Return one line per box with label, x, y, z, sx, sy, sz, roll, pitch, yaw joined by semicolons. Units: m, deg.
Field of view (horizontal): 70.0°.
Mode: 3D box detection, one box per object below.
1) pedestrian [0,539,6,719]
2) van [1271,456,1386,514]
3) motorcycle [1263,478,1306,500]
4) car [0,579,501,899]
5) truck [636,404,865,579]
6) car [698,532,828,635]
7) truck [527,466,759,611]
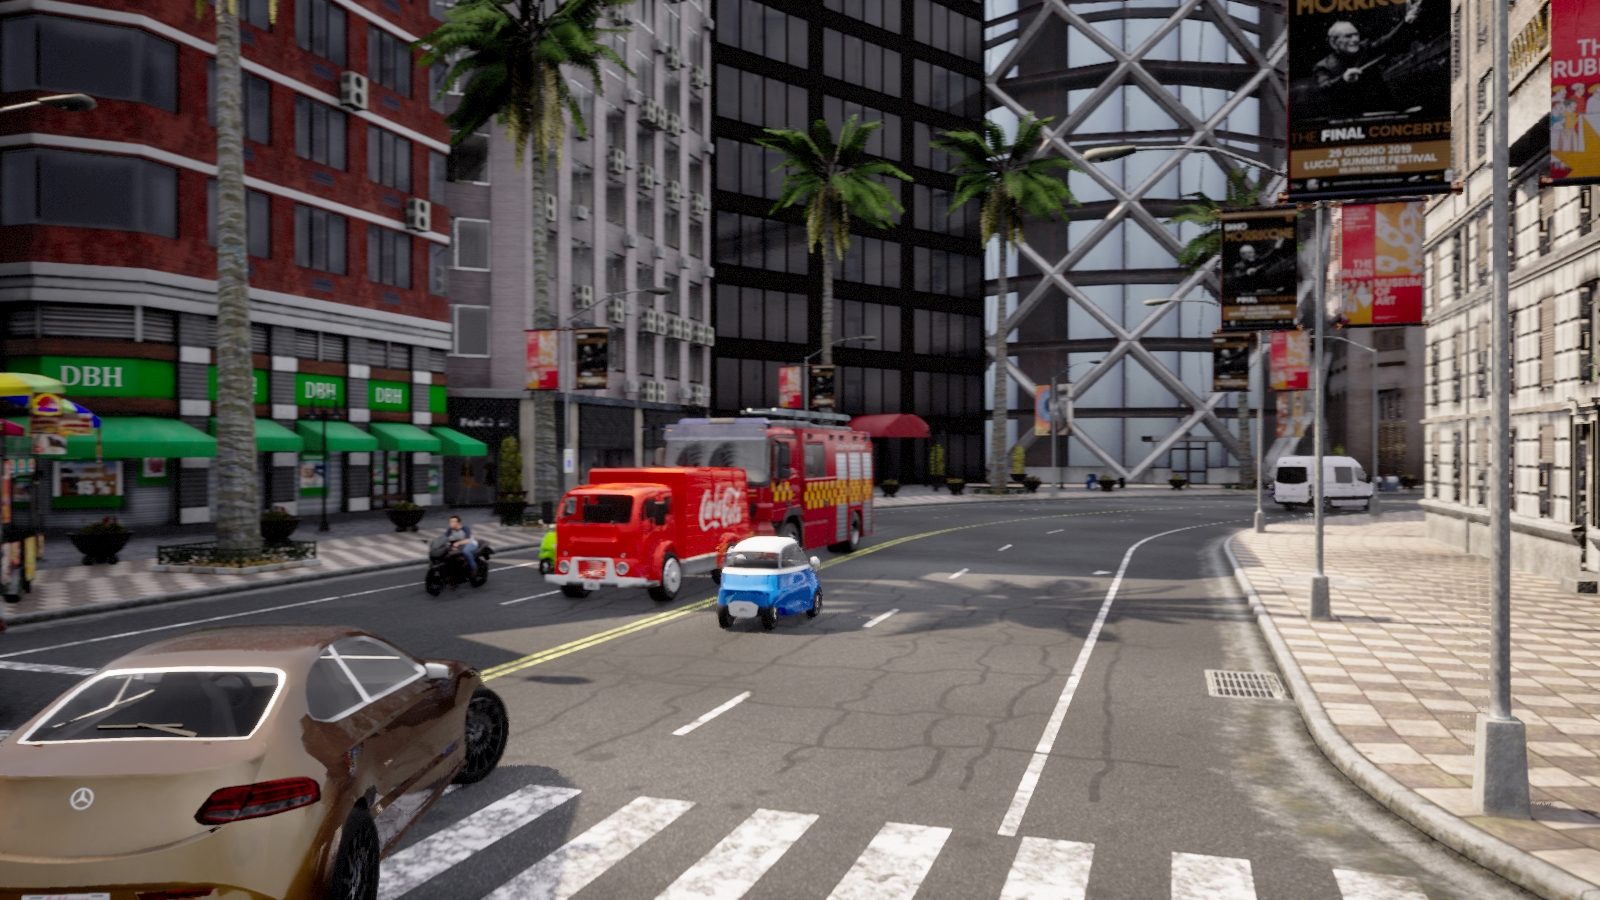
pedestrian;-8.504;1.853;11.773;0.375;1.860;0.375;0;0;20
van;24.881;1.586;53.732;5.915;2.561;1.988;0;-1;-32
motorcycle;28.178;2.268;66.471;2.209;1.251;0.867;0;0;-16
car;-3.595;1.996;7.782;2.152;1.651;5.027;0;0;-4
truck;-0.923;0.911;29.434;2.891;3.827;8.468;0;0;20
car;-0.557;2.134;18.737;1.481;1.376;2.207;0;0;17
truck;-2.935;1.583;22.896;2.627;2.467;5.204;0;0;18
